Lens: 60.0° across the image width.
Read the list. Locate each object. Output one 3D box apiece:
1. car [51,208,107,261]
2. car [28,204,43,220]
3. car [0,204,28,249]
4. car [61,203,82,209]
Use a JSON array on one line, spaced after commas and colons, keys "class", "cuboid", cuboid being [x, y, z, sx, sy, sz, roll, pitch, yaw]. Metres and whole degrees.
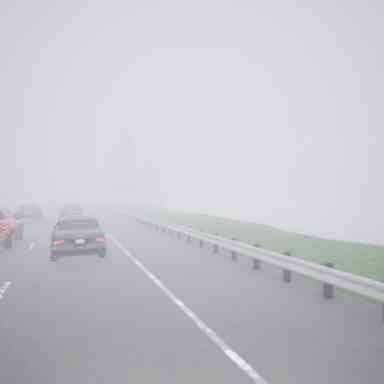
[{"class": "car", "cuboid": [-4.356, 1.594, 12.721, 2.033, 1.411, 5.357, -1, 0, -20]}, {"class": "car", "cuboid": [-14.500, 1.726, 29.736, 1.994, 1.385, 4.181, -1, 0, -20]}, {"class": "car", "cuboid": [-8.818, 1.451, 14.685, 2.097, 1.767, 4.553, -1, 0, -20]}, {"class": "car", "cuboid": [-11.255, 1.685, 31.052, 1.994, 1.385, 4.181, -1, 0, -20]}]
